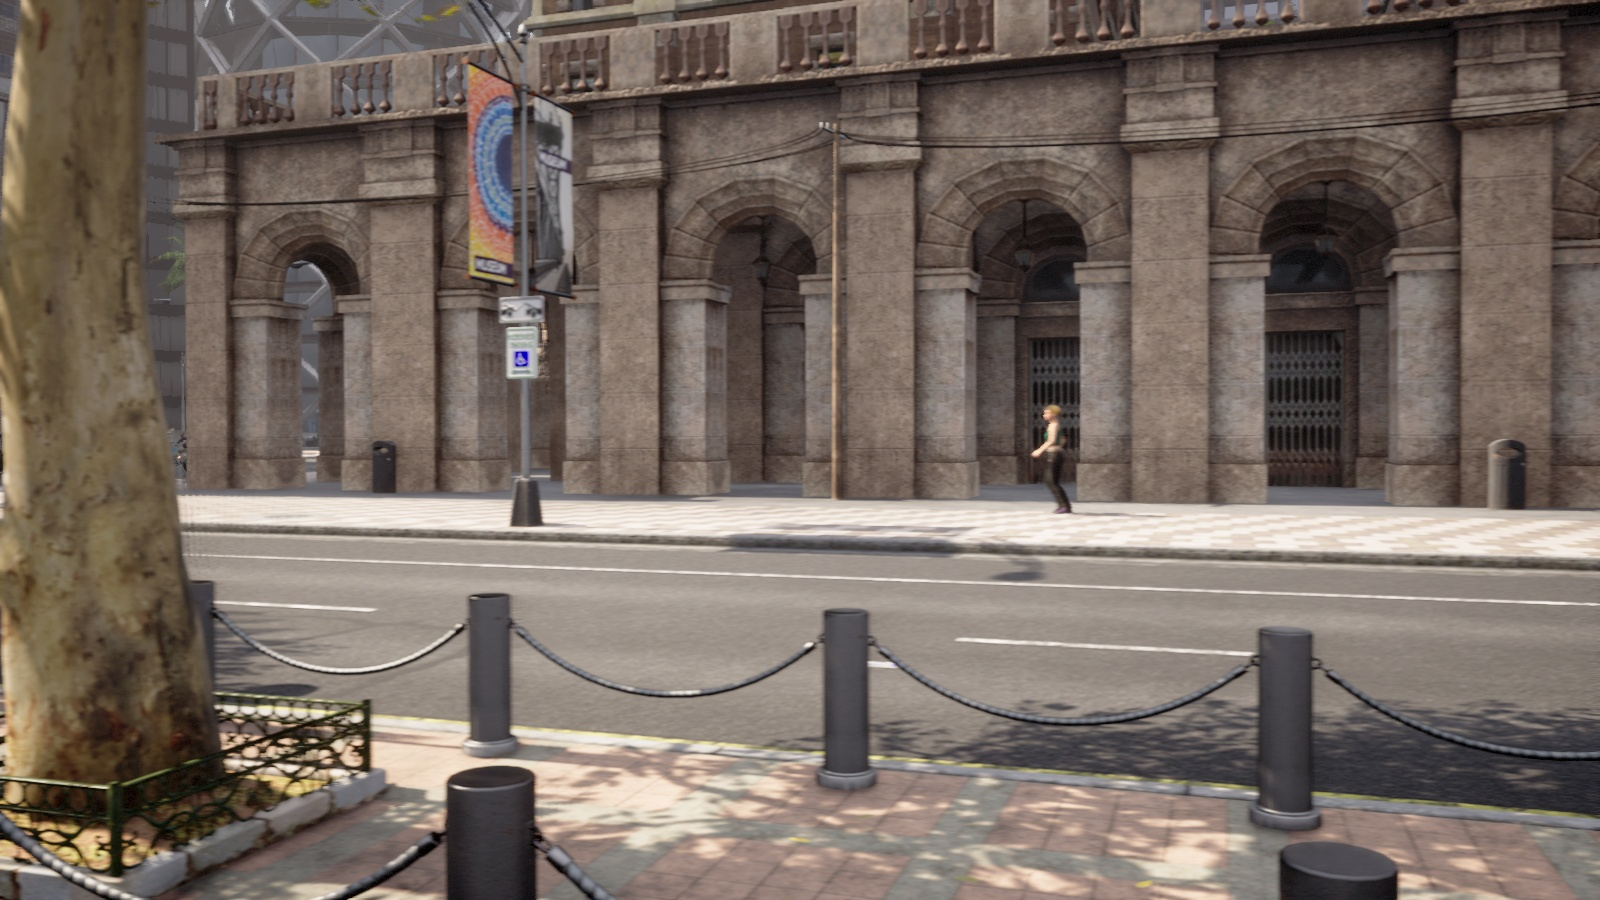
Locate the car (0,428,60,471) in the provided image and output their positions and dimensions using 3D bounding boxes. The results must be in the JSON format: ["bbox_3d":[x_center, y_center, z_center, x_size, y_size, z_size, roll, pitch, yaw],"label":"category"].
[{"bbox_3d":[-29.173,-0.020,44.588,1.882,1.535,5.008,1,1,18],"label":"car"}]

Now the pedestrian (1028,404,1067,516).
[{"bbox_3d":[4.111,0.165,20.841,0.594,1.836,0.345,1,1,18],"label":"pedestrian"}]
